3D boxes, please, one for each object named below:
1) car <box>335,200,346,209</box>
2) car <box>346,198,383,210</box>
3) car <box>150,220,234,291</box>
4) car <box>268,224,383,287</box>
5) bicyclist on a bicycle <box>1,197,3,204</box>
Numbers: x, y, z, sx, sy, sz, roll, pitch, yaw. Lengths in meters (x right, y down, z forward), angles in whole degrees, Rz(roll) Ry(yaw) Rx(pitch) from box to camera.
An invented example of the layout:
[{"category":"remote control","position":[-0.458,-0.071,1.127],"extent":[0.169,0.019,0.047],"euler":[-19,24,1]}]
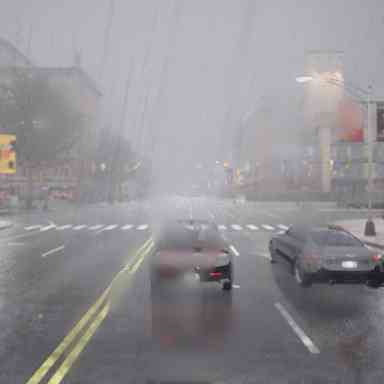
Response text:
[{"category":"car","position":[22.884,1.592,47.085],"extent":[4.902,1.511,2.128],"euler":[0,0,0]},{"category":"car","position":[23.526,1.570,43.591],"extent":[5.008,1.535,1.882],"euler":[0,0,0]},{"category":"car","position":[-0.003,1.511,9.068],"extent":[2.128,1.511,4.902],"euler":[0,0,0]},{"category":"car","position":[3.497,1.584,9.399],"extent":[1.994,1.385,4.181],"euler":[0,0,0]},{"category":"bicyclist on a bicycle","position":[-31.508,1.421,54.607],"extent":[0.582,1.620,1.656],"euler":[0,0,0]}]
